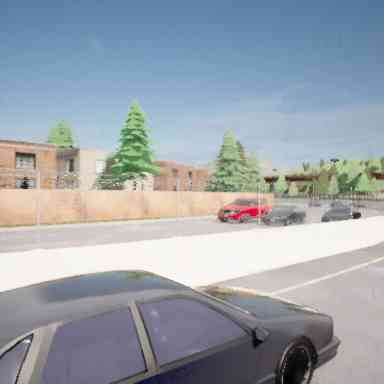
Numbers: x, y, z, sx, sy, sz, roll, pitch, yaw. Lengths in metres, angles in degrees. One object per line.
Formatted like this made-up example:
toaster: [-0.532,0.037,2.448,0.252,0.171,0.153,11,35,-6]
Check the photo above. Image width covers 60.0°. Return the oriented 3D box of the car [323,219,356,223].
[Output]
car: [11.097,1.785,24.490,1.837,1.490,4.892,0,0,40]

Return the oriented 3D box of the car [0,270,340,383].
car: [-0.714,1.569,3.316,5.357,1.411,2.033,1,-1,-37]
